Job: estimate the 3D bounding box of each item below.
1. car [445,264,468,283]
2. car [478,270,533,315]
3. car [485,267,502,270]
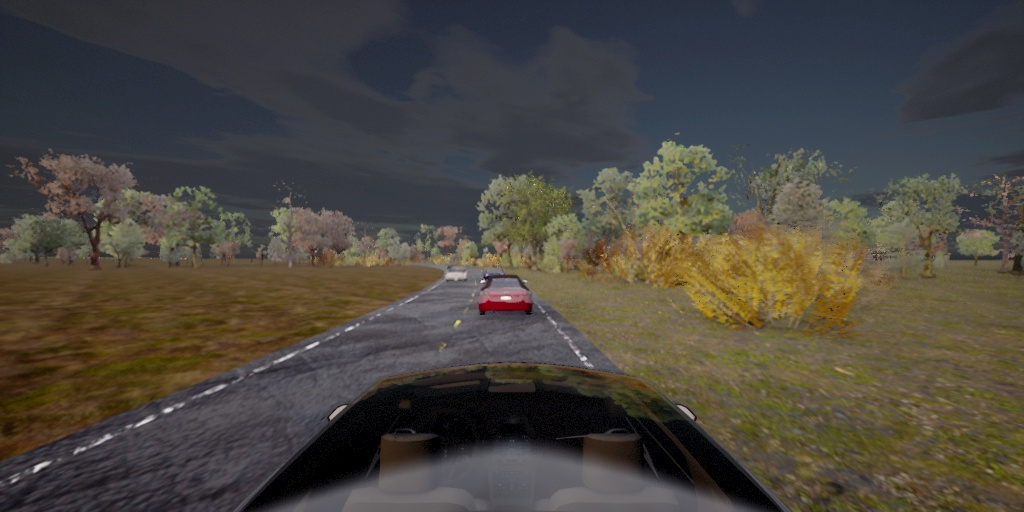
[{"bbox_3d":[-4.910,1.668,32.145,1.895,1.301,4.718,0,-1,-6],"label":"car"},{"bbox_3d":[-0.306,1.448,14.409,1.994,1.385,4.181,0,-1,-3],"label":"car"},{"bbox_3d":[-1.713,1.668,32.302,1.895,1.301,4.718,0,-1,-6],"label":"car"}]
